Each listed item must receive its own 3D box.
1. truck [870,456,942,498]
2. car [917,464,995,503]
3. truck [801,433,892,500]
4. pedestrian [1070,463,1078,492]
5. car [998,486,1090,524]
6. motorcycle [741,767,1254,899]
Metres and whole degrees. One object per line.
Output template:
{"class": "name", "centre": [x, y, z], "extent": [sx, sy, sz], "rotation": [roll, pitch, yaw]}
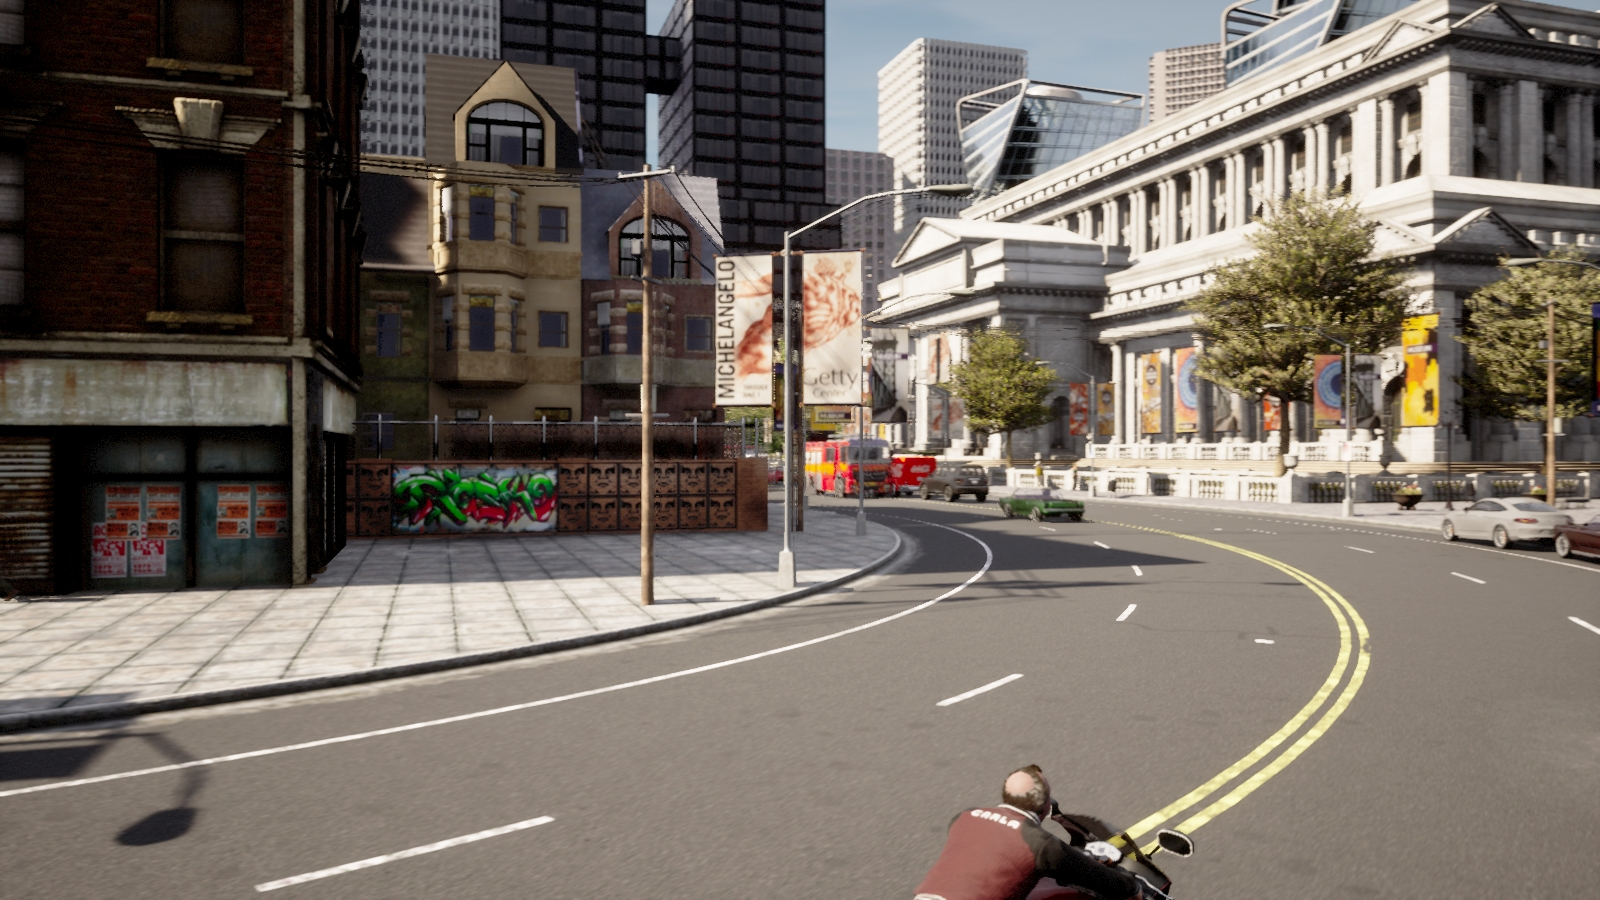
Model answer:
{"class": "truck", "centre": [6.428, 1.620, 70.221], "extent": [2.627, 2.467, 5.204], "rotation": [0, 0, -17]}
{"class": "car", "centre": [8.565, 1.823, 63.368], "extent": [2.150, 2.045, 5.566], "rotation": [0, 0, -17]}
{"class": "truck", "centre": [2.691, 0.944, 69.648], "extent": [2.891, 3.827, 8.468], "rotation": [0, 0, -17]}
{"class": "pedestrian", "centre": [17.709, 1.747, 73.762], "extent": [0.375, 1.860, 0.375], "rotation": [0, 0, -11]}
{"class": "car", "centre": [9.764, 2.186, 46.096], "extent": [1.895, 1.301, 4.718], "rotation": [0, 0, -11]}
{"class": "motorcycle", "centre": [0.902, 2.208, 4.654], "extent": [2.209, 1.251, 0.867], "rotation": [0, -1, -42]}
